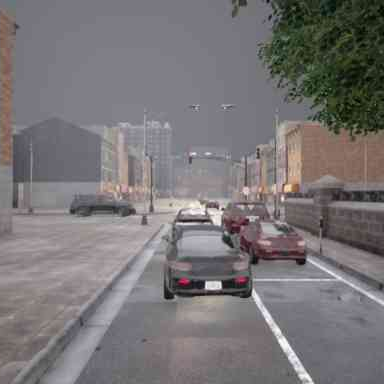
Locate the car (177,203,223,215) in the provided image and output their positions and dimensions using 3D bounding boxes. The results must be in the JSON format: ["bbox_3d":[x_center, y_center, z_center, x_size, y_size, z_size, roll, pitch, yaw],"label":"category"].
[{"bbox_3d":[0.050,1.497,15.727,2.128,1.511,4.902,0,0,0],"label":"car"}]

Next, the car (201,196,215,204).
[{"bbox_3d":[2.569,1.593,43.271,1.887,1.381,4.507,1,0,0],"label":"car"}]

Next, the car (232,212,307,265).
[{"bbox_3d":[2.625,1.585,11.392,1.802,1.307,4.206,1,0,0],"label":"car"}]

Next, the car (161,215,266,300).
[{"bbox_3d":[0.224,1.527,8.311,1.812,1.442,4.674,0,0,-4],"label":"car"}]

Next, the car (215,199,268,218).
[{"bbox_3d":[2.619,1.322,16.841,2.192,1.841,5.009,1,0,0],"label":"car"}]

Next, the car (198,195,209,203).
[{"bbox_3d":[2.541,1.635,59.583,1.887,1.381,4.507,1,0,0],"label":"car"}]

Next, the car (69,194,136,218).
[{"bbox_3d":[-7.672,1.216,28.766,5.566,2.045,2.150,0,-1,-7],"label":"car"}]

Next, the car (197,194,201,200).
[{"bbox_3d":[2.533,1.422,65.021,2.192,1.841,5.009,1,0,0],"label":"car"}]
